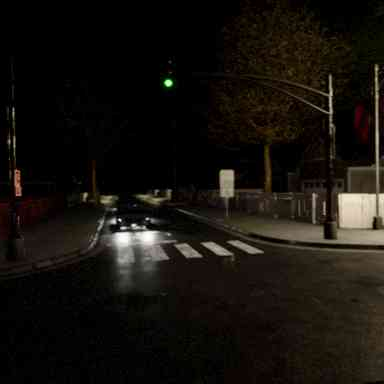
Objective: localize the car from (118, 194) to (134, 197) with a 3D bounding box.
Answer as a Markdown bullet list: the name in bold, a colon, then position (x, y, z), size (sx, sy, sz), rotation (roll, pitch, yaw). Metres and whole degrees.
- **car**: position (-5.722, 1.079, 29.036), size (2.128, 1.511, 4.902), rotation (-1, 1, -13)

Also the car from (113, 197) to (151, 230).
- **car**: position (-3.503, 1.259, 19.325), size (2.033, 1.411, 5.357), rotation (-1, 1, -13)

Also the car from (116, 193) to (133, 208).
- **car**: position (-7.971, 0.965, 39.150), size (1.837, 1.490, 4.892), rotation (-1, 1, -13)
